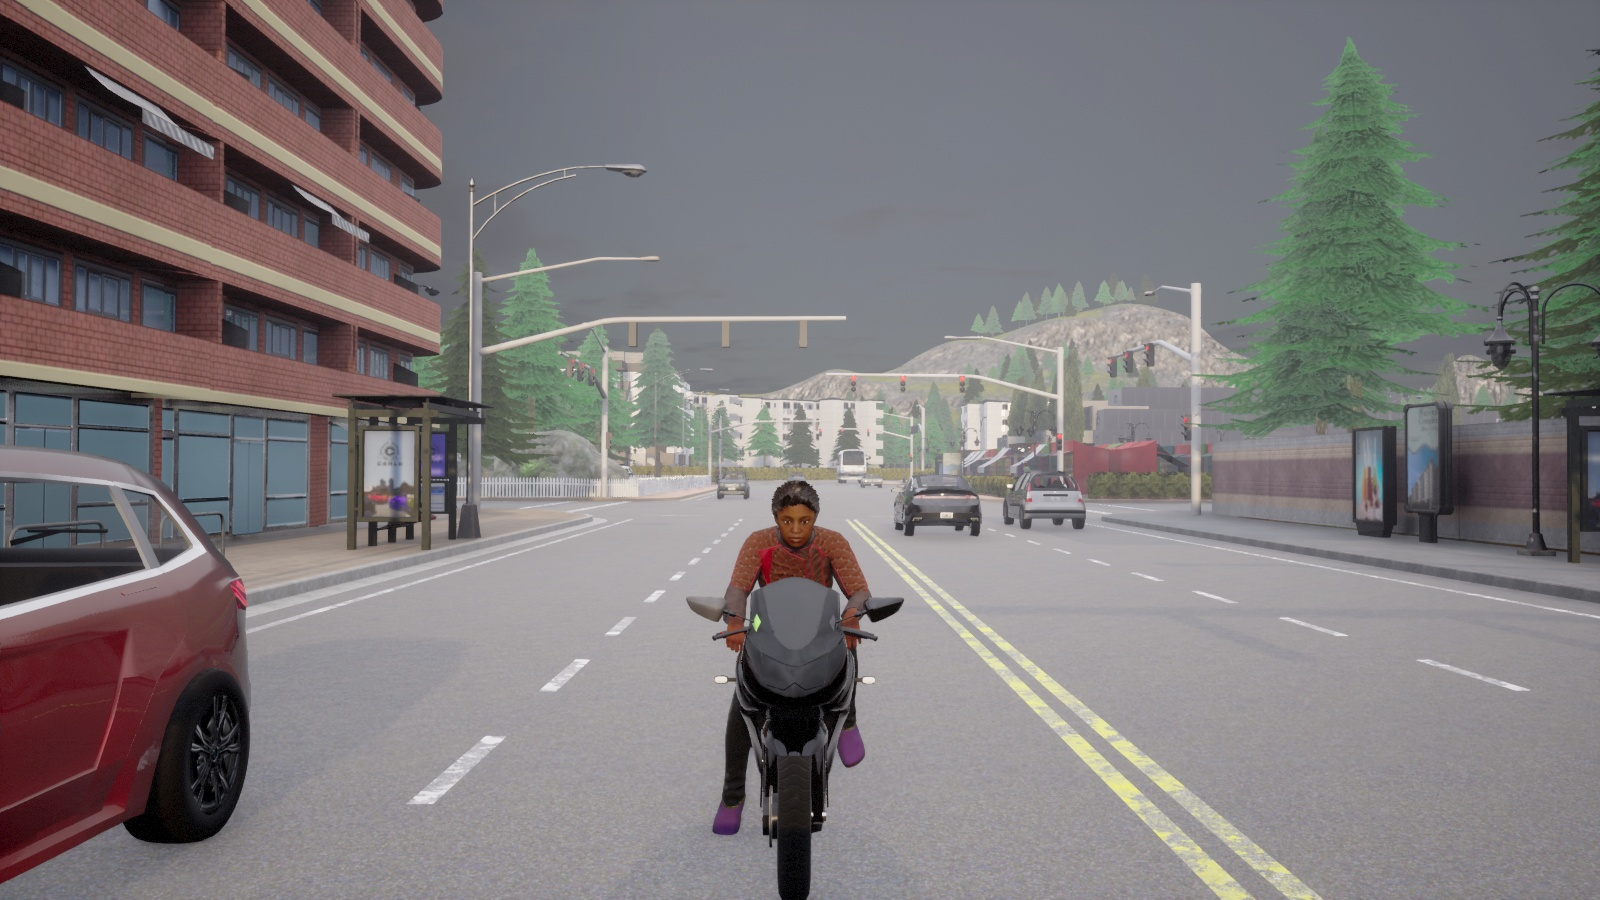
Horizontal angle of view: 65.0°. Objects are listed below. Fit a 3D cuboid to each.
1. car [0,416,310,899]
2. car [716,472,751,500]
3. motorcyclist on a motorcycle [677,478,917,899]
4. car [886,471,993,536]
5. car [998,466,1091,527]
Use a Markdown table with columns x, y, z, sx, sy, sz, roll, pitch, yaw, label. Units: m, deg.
| x | y | z | sx | sy | sz | roll | pitch | yaw | label |
| --- | --- | --- | --- | --- | --- | --- | --- | --- | --- |
| -3.511 | 0.737 | 3.845 | 2.242 | 1.667 | 4.611 | 0 | -1 | 0 | car |
| -3.670 | 1.978 | 69.887 | 1.789 | 1.549 | 3.705 | 0 | -1 | 0 | car |
| -0.013 | 0.884 | 5.210 | 0.797 | 1.523 | 2.044 | 0 | -1 | 0 | motorcyclist on a motorcycle |
| 3.423 | 1.288 | 31.691 | 2.128 | 1.511 | 4.902 | 0 | -1 | 0 | car |
| 6.913 | 1.286 | 35.846 | 1.851 | 1.617 | 3.988 | 0 | -1 | 0 | car |
